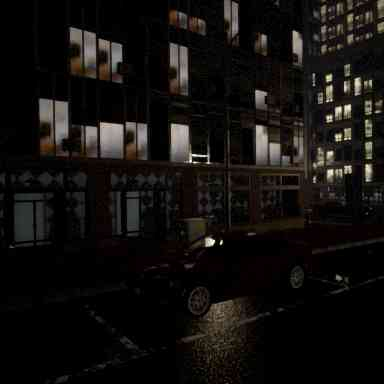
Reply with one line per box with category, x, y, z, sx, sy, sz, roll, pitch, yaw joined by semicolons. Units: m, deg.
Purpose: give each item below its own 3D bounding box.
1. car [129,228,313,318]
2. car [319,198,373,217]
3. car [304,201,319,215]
car;0.815;1.543;7.361;4.507;1.381;1.887;0;-1;-36
car;13.451;1.491;29.784;1.895;1.301;4.718;-1;1;-36
car;9.220;1.451;31.326;2.008;1.369;4.403;-1;1;-35
